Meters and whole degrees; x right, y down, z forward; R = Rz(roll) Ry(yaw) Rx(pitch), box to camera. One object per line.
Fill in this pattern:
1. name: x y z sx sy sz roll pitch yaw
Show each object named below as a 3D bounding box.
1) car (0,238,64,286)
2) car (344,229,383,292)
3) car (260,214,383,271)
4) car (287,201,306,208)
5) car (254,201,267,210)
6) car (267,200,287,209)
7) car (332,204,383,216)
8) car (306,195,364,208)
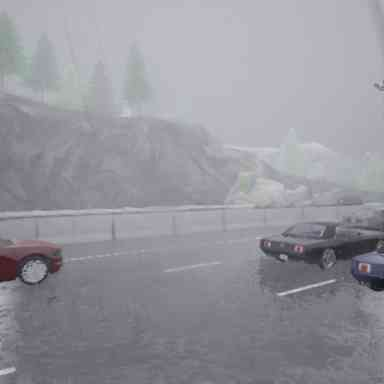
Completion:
1. car: -5.756 1.581 8.036 5.008 1.535 1.882 0 -1 -37
2. car: 5.823 1.596 7.661 4.718 1.301 1.895 0 0 -33
3. car: 4.575 1.627 11.021 4.718 1.301 1.895 0 0 -33
4. car: 12.920 1.537 35.839 4.674 1.442 1.812 0 0 -25
5. car: 9.931 1.766 42.168 4.181 1.385 1.994 0 0 -25
6. car: 11.426 1.727 39.003 4.181 1.385 1.994 0 0 -25
7. car: 10.732 1.562 18.807 5.357 1.411 2.033 0 0 -29
8. car: 14.386 1.338 32.663 5.566 2.045 2.150 0 0 -25
